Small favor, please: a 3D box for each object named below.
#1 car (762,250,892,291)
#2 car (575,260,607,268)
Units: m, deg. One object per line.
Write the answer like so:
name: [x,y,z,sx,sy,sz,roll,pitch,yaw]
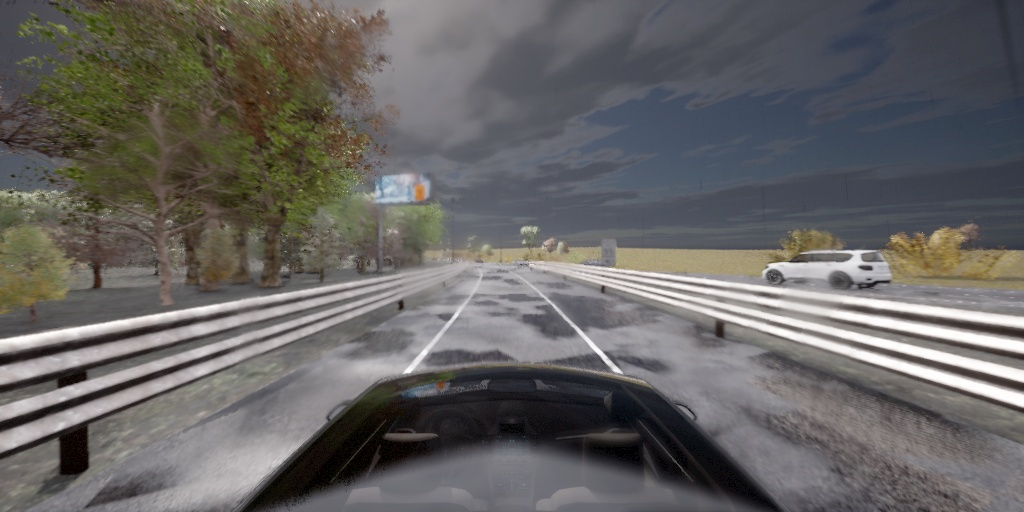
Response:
car: [16.993,0.731,19.785,2.150,2.045,5.566,-1,0,-18]
car: [9.390,1.168,43.564,2.033,1.411,5.357,-1,0,-18]
